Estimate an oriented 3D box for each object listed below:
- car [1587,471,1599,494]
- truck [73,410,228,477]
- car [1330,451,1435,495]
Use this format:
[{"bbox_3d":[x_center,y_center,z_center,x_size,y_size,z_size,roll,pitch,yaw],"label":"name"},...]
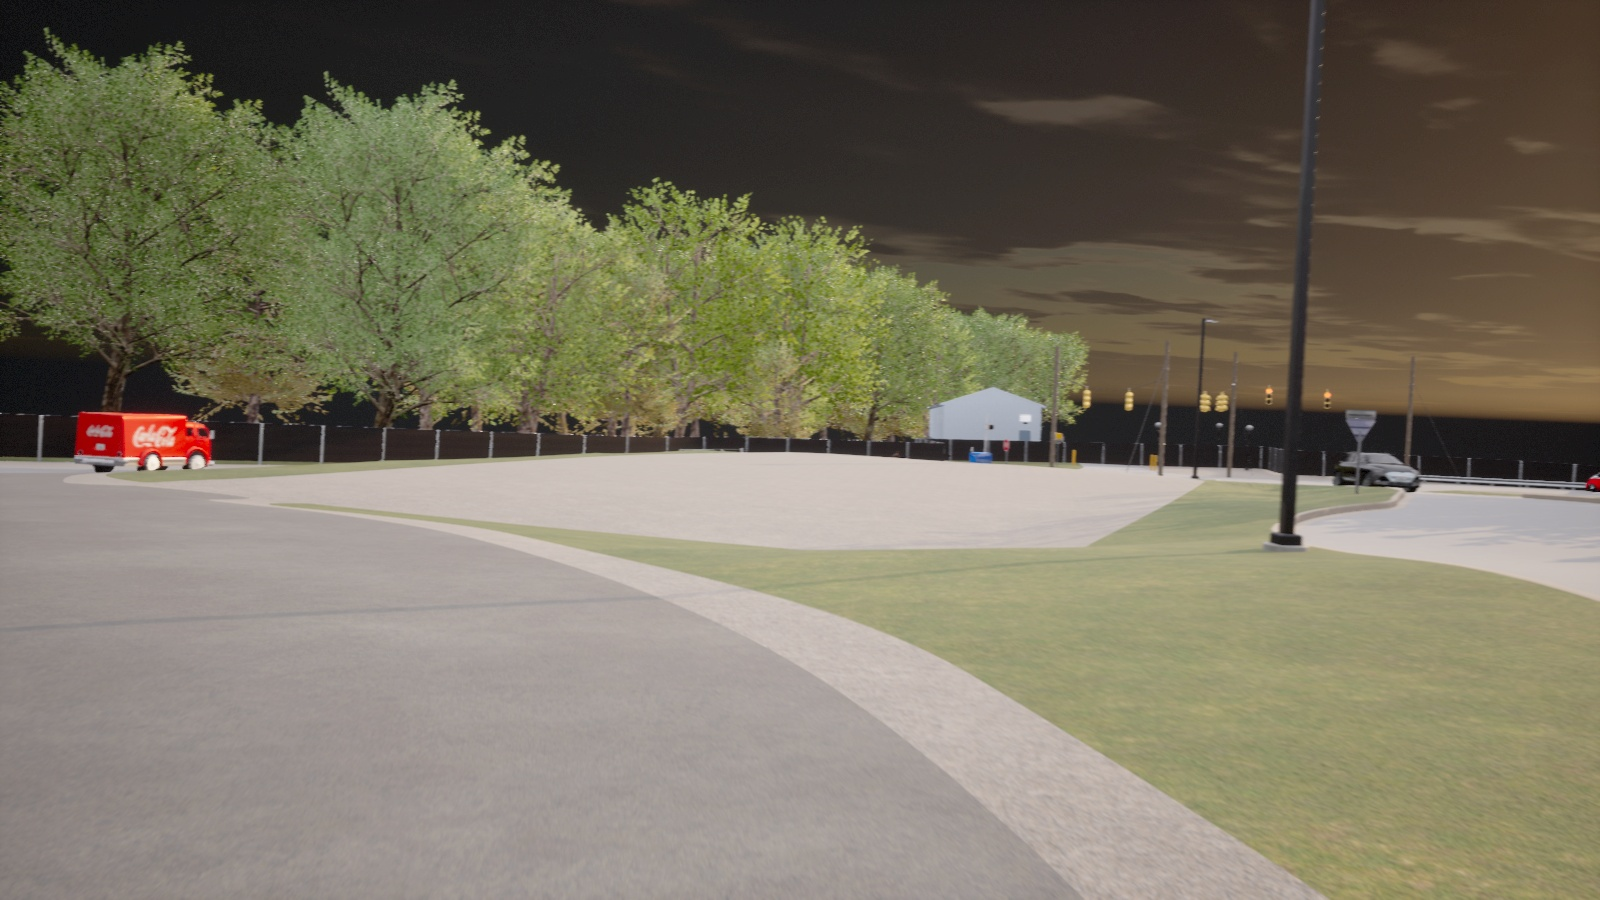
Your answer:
[{"bbox_3d":[48.653,1.984,75.194,1.481,1.376,2.207,0,2,-40],"label":"car"},{"bbox_3d":[-26.173,-0.273,50.856,2.627,2.467,5.204,3,1,16],"label":"truck"},{"bbox_3d":[23.665,0.921,51.273,2.033,1.649,4.856,2,-1,1],"label":"car"}]
